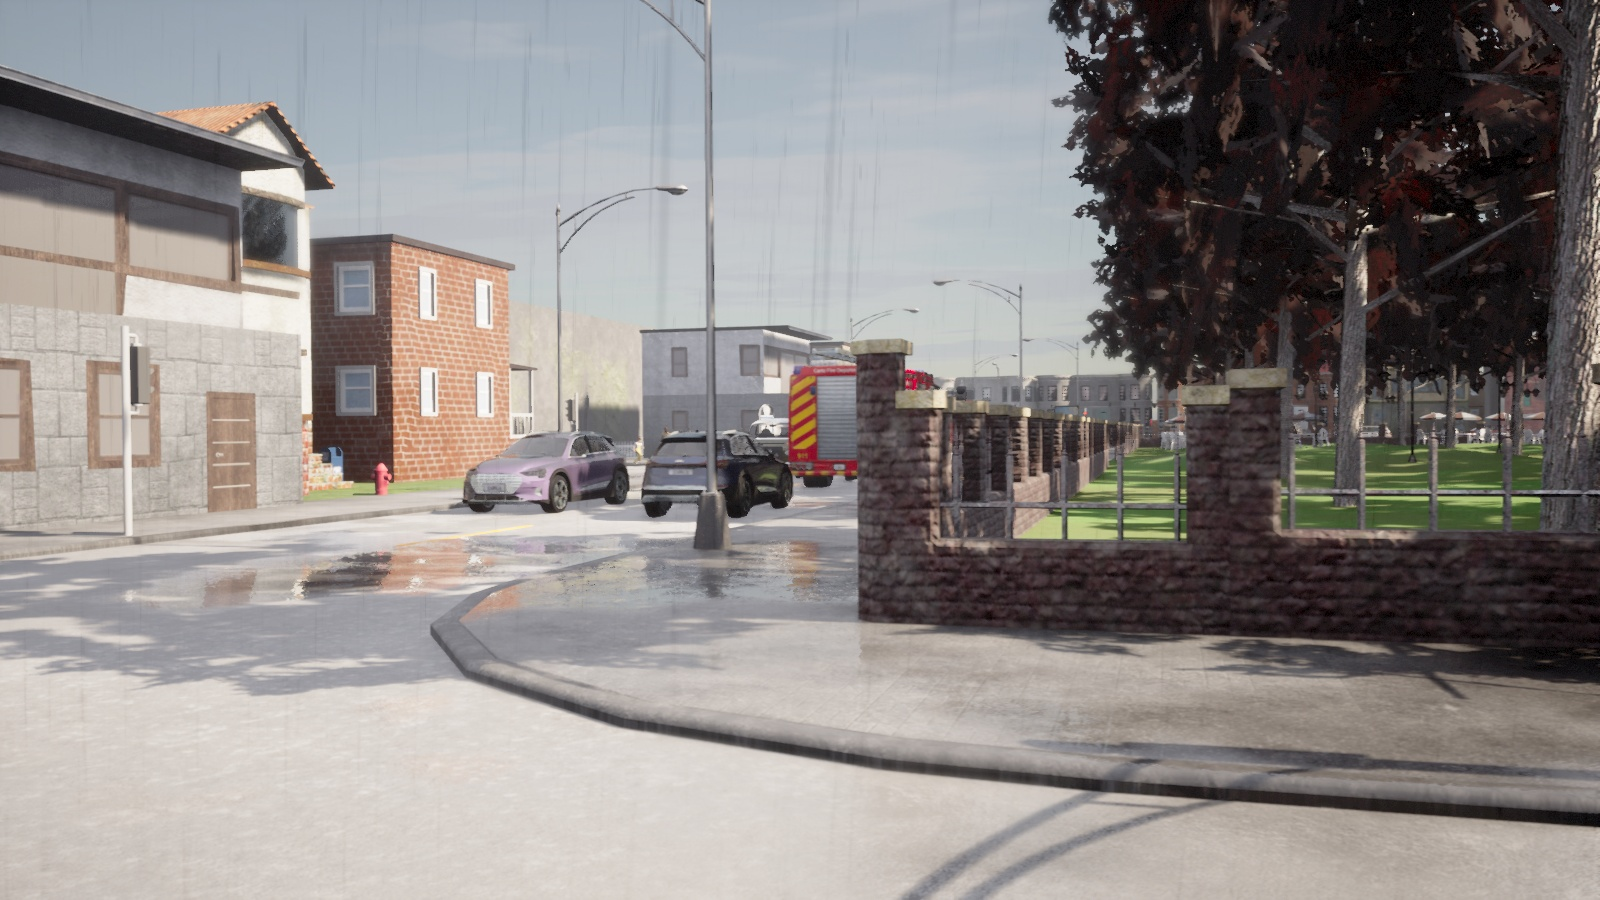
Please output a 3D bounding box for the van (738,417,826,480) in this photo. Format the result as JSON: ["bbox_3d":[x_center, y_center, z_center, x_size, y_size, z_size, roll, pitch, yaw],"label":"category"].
[{"bbox_3d":[-0.539,-0.085,42.807,2.069,2.038,4.480,0,1,12],"label":"van"}]

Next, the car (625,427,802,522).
[{"bbox_3d":[-1.545,0.393,24.693,2.033,1.649,4.856,0,1,15],"label":"car"}]

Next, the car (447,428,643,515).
[{"bbox_3d":[-5.222,0.367,26.498,2.033,1.649,4.856,0,1,16],"label":"car"}]

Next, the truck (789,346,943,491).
[{"bbox_3d":[2.217,-0.902,37.814,2.891,3.827,8.468,0,1,15],"label":"truck"}]
